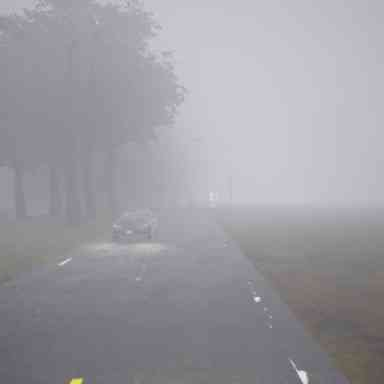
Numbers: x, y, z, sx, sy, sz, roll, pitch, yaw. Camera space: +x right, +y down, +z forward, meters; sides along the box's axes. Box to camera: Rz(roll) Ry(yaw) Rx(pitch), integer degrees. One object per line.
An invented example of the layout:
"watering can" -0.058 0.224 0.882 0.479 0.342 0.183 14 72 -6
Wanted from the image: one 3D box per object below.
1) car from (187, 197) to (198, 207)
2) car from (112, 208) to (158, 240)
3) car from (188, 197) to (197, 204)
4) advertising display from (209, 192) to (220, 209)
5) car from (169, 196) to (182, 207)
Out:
"car" 0.040 1.850 58.178 2.033 1.411 5.357 0 -1 1
"car" -2.841 1.567 17.428 1.812 1.442 4.674 0 0 0
"car" 0.036 1.884 75.562 1.994 1.385 4.181 0 -1 0
"advertising display" 3.161 1.225 47.069 1.540 2.440 0.280 1 0 0
"car" -2.778 1.646 58.015 2.097 1.767 4.553 0 -1 1
